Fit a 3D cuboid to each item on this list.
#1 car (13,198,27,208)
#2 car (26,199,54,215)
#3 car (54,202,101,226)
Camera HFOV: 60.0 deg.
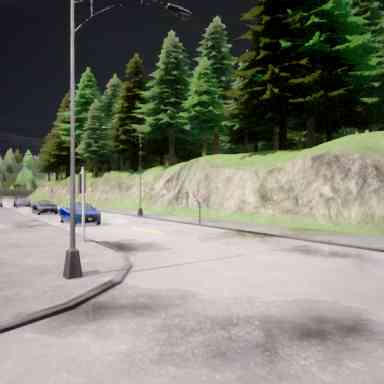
[{"bbox_3d":[-24.239,1.567,47.350,1.812,1.442,4.674,0,0,-34],"label":"car"},{"bbox_3d":[-14.991,1.546,33.704,2.033,1.411,5.357,0,0,-34],"label":"car"},{"bbox_3d":[-7.975,1.477,23.478,1.882,1.535,5.008,0,0,-34],"label":"car"}]
